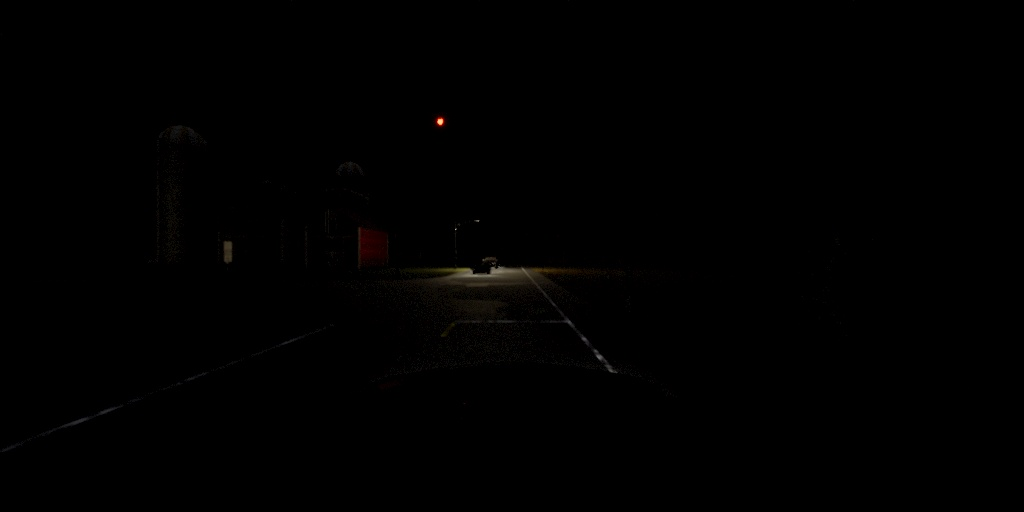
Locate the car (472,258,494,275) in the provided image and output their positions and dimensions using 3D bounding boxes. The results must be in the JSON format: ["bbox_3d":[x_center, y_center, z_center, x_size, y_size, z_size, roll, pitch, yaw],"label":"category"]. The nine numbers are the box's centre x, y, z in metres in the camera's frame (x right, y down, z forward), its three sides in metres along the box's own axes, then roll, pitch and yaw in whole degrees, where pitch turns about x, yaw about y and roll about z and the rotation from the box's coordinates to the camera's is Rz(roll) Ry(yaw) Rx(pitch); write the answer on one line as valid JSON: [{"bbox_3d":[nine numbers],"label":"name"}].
[{"bbox_3d":[-3.469,1.365,41.660,1.882,1.535,5.008,0,1,0],"label":"car"}]

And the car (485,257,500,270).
[{"bbox_3d":[-3.457,1.117,57.846,2.150,2.045,5.566,0,0,0],"label":"car"}]
